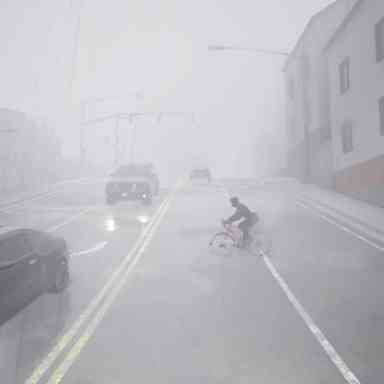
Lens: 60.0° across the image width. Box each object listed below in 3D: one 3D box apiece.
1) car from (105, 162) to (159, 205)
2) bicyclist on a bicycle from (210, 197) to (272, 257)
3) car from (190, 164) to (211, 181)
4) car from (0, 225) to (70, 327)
[{"bbox_3d":[-3.169,-0.578,18.634,2.150,2.045,5.566,0,8,1],"label":"car"},{"bbox_3d":[1.296,0.955,8.865,1.656,1.620,0.582,-1,5,2],"label":"bicyclist on a bicycle"},{"bbox_3d":[0.799,-1.917,31.686,1.812,1.442,4.674,0,7,1],"label":"car"},{"bbox_3d":[-3.507,1.343,5.273,1.812,1.442,4.674,0,4,2],"label":"car"}]
